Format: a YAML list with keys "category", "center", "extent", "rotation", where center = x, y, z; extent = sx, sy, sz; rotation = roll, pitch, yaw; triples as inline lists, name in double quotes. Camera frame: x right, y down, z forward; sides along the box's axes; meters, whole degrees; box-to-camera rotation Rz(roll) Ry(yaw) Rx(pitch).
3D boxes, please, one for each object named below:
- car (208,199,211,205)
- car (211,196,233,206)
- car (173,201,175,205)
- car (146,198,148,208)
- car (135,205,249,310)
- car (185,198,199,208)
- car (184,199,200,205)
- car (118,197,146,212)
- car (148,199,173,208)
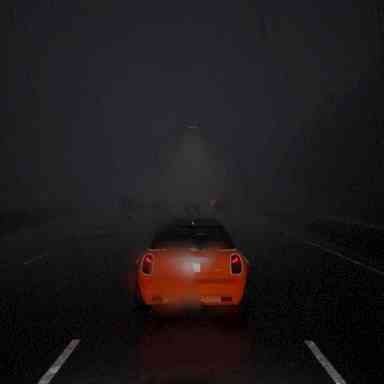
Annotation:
- category: "car"
  center: [3.512, 1.352, 48.179]
  extent: [2.097, 1.767, 4.553]
  rotation: [0, 0, 0]
- category: "car"
  center: [3.509, 1.478, 37.792]
  extent: [1.882, 1.535, 5.008]
  rotation: [0, 0, 0]
- category: "car"
  center: [-3.488, 1.601, 48.258]
  extent: [1.895, 1.301, 4.718]
  rotation: [0, 0, 0]
- category: "car"
  center: [-6.988, 1.564, 48.226]
  extent: [1.994, 1.385, 4.181]
  rotation: [0, 0, 0]
- category: "car"
  center: [0.002, 1.352, 7.969]
  extent: [2.097, 1.767, 4.553]
  rotation: [0, 0, 0]
- category: "car"
  center: [0.012, 1.601, 48.287]
  extent: [1.895, 1.301, 4.718]
  rotation: [0, 0, 0]
- category: "car"
  center: [0.009, 1.601, 38.239]
  extent: [1.895, 1.301, 4.718]
  rotation: [0, 0, 0]
- category: "car"
  center: [-6.991, 1.352, 38.148]
  extent: [2.097, 1.767, 4.553]
  rotation: [0, 0, 0]
- category: "car"
  center: [-3.491, 1.478, 37.794]
  extent: [1.882, 1.535, 5.008]
  rotation: [0, 0, 0]
